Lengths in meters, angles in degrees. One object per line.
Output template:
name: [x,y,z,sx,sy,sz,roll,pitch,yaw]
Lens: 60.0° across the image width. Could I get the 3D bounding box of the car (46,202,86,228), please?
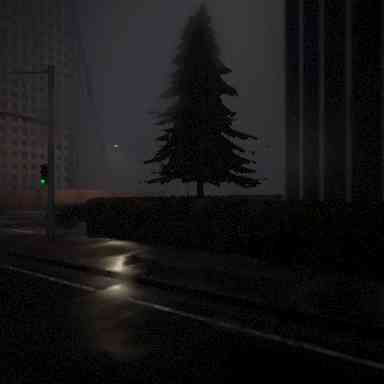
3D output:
car: [-7.597,1.475,23.136,1.837,1.490,4.892,0,0,35]
